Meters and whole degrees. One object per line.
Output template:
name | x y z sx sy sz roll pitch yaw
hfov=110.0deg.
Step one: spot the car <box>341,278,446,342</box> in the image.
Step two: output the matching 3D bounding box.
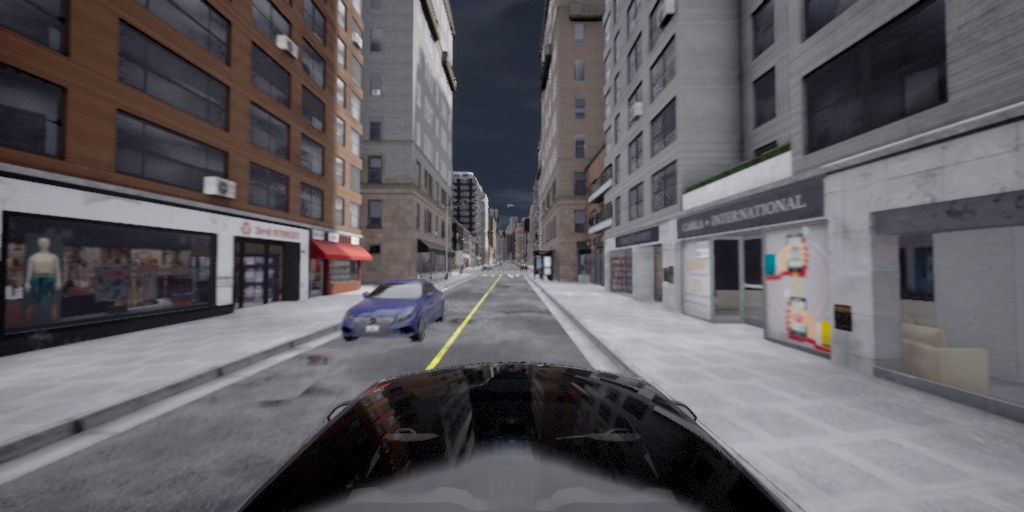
car | -3.102 1.391 10.313 1.812 1.442 4.674 0 -1 0
